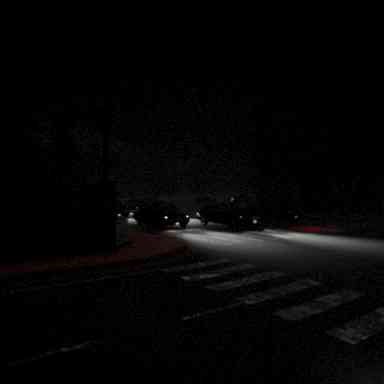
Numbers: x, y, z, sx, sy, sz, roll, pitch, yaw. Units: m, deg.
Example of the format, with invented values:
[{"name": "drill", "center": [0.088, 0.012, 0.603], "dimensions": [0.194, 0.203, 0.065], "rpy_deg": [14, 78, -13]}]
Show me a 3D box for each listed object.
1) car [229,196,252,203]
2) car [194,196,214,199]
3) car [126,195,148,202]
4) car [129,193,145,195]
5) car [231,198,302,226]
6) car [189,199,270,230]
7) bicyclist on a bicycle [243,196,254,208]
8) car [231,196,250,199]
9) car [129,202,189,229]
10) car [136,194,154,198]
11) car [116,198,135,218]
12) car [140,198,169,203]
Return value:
[{"name": "car", "center": [10.162, 1.514, 69.387], "dimensions": [4.674, 1.442, 1.812], "rpy_deg": [0, 0, -35]}, {"name": "car", "center": [2.479, 1.458, 62.776], "dimensions": [1.882, 1.535, 5.008], "rpy_deg": [0, 0, 40]}, {"name": "car", "center": [-6.344, 1.465, 37.959], "dimensions": [1.837, 1.490, 4.892], "rpy_deg": [0, 0, -11]}, {"name": "car", "center": [-9.335, 1.179, 54.842], "dimensions": [2.150, 2.045, 5.566], "rpy_deg": [0, 1, 15]}, {"name": "car", "center": [5.233, 1.437, 23.261], "dimensions": [1.882, 1.535, 5.008], "rpy_deg": [0, 0, -34]}, {"name": "car", "center": [2.241, 1.449, 21.226], "dimensions": [2.128, 1.511, 4.902], "rpy_deg": [0, 0, -35]}, {"name": "bicyclist on a bicycle", "center": [6.267, 1.270, 36.625], "dimensions": [1.656, 1.620, 0.582], "rpy_deg": [0, 0, -25]}, {"name": "car", "center": [10.267, 1.466, 65.131], "dimensions": [5.008, 1.535, 1.882], "rpy_deg": [0, 0, -35]}, {"name": "car", "center": [-2.065, 1.555, 21.418], "dimensions": [1.895, 1.301, 4.718], "rpy_deg": [0, 0, -33]}, {"name": "car", "center": [-6.662, 1.459, 50.616], "dimensions": [2.128, 1.511, 4.902], "rpy_deg": [0, 0, 11]}, {"name": "car", "center": [-7.080, 1.503, 29.660], "dimensions": [2.033, 1.411, 5.357], "rpy_deg": [0, 0, -26]}, {"name": "car", "center": [-2.567, 1.522, 28.732], "dimensions": [1.994, 1.385, 4.181], "rpy_deg": [0, 0, -30]}]
